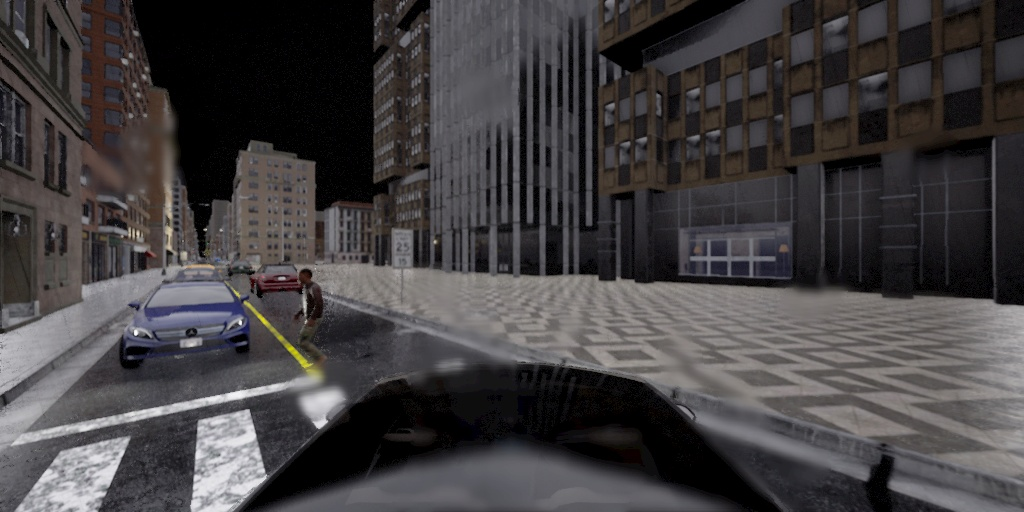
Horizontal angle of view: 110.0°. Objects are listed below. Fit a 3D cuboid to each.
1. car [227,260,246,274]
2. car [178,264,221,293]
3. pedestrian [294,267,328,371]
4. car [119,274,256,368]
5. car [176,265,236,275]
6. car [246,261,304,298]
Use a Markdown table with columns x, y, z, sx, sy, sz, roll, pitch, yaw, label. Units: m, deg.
| x | y | z | sx | sy | sz | roll | pitch | yaw | label |
| --- | --- | --- | --- | --- | --- | --- | --- | --- | --- |
| -30.228 | 1.268 | 39.778 | 2.097 | 1.767 | 4.553 | 0 | 0 | -41 | car |
| -19.906 | 1.326 | 22.899 | 1.882 | 1.535 | 5.008 | 0 | 0 | -41 | car |
| -3.493 | 1.063 | 6.248 | 0.375 | 1.860 | 0.375 | 0 | 0 | -41 | pedestrian |
| -7.285 | 1.308 | 8.221 | 1.812 | 1.442 | 4.674 | 0 | 0 | -41 | car |
| -13.388 | 1.306 | 15.319 | 2.128 | 1.511 | 4.902 | 0 | 0 | -41 | car |
| -12.943 | 1.178 | 19.650 | 2.097 | 1.767 | 4.553 | 0 | 0 | -40 | car |
